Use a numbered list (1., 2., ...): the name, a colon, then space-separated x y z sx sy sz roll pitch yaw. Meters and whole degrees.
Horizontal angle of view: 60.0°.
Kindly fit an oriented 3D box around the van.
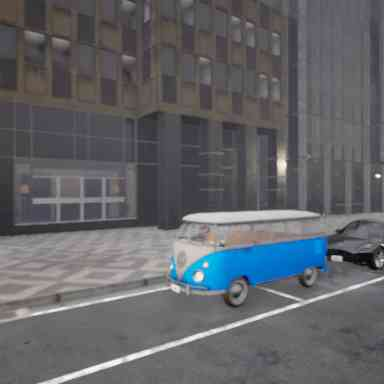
1. van: 1.394 1.336 7.649 3.998 1.788 1.690 0 0 -36

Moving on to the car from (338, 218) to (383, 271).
1. car: 5.982 1.555 10.923 4.313 1.339 1.947 0 0 -36
